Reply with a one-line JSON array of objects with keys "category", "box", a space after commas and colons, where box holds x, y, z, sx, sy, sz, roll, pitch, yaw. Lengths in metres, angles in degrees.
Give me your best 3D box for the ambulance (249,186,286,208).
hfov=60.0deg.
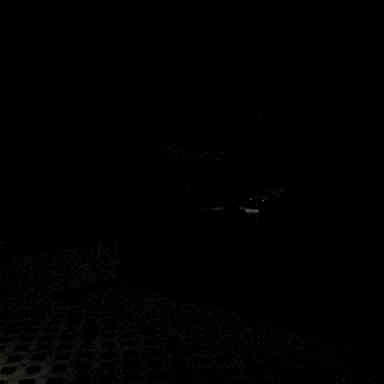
[{"category": "ambulance", "box": [8.815, 0.568, 38.605, 2.351, 2.431, 6.366, 3, 2, 35]}]
